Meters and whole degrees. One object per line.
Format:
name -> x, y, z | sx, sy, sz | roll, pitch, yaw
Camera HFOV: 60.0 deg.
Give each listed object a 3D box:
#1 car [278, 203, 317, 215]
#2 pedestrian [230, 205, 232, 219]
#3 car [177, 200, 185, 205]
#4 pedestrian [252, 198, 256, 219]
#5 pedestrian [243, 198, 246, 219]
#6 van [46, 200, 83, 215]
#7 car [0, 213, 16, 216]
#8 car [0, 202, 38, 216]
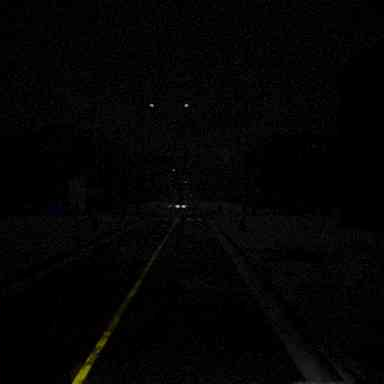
car -> 12.257, 1.929, 38.734 | 4.403, 1.369, 2.008 | 0, -1, 0
pedestrian -> 3.510, 1.457, 30.269 | 0.375, 1.860, 0.375 | 0, -1, 0
car -> -2.751, 2.532, 80.948 | 1.895, 1.301, 4.718 | 0, -1, 0
pedestrian -> 5.510, 1.442, 29.670 | 0.375, 1.860, 0.375 | 0, -1, 0
pedestrian -> 4.510, 1.441, 29.069 | 0.375, 1.860, 0.375 | 0, -1, 0
van -> -14.746, 1.784, 38.604 | 3.998, 1.788, 1.690 | 0, -1, 0
car -> -2.850, 1.227, 0.523 | 2.150, 2.045, 5.566 | 0, -1, 0
car -> -20.221, 1.898, 38.576 | 4.097, 1.590, 1.967 | 0, -1, 0
